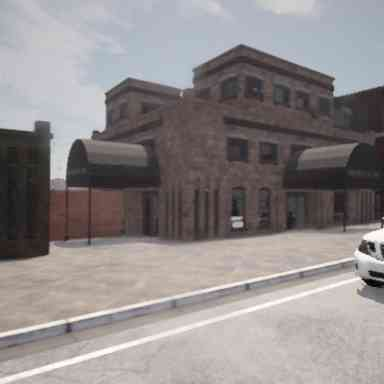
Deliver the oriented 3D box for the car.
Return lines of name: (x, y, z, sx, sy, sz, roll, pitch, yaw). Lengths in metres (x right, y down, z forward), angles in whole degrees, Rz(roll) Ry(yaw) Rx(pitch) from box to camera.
car: (6.307, 1.223, 8.176, 5.566, 2.045, 2.150, 0, 0, -35)
